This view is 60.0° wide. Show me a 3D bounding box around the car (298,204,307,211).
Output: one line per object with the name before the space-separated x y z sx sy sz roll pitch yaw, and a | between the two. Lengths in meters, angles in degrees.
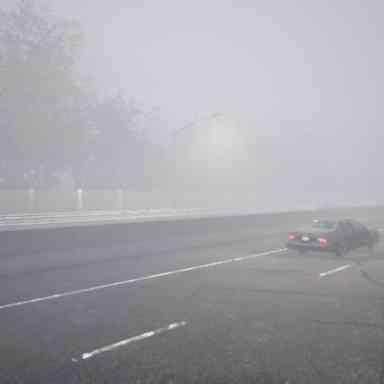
car | 17.100 2.345 47.668 5.008 1.535 1.882 1 -2 -42

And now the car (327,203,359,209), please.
car | 18.632 2.185 39.660 5.357 1.411 2.033 0 -2 -42

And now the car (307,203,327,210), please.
car | 17.616 2.244 43.442 4.902 1.511 2.128 0 -2 -42

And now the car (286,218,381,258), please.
car | 6.063 1.783 13.977 5.357 1.411 2.033 0 -2 -42
